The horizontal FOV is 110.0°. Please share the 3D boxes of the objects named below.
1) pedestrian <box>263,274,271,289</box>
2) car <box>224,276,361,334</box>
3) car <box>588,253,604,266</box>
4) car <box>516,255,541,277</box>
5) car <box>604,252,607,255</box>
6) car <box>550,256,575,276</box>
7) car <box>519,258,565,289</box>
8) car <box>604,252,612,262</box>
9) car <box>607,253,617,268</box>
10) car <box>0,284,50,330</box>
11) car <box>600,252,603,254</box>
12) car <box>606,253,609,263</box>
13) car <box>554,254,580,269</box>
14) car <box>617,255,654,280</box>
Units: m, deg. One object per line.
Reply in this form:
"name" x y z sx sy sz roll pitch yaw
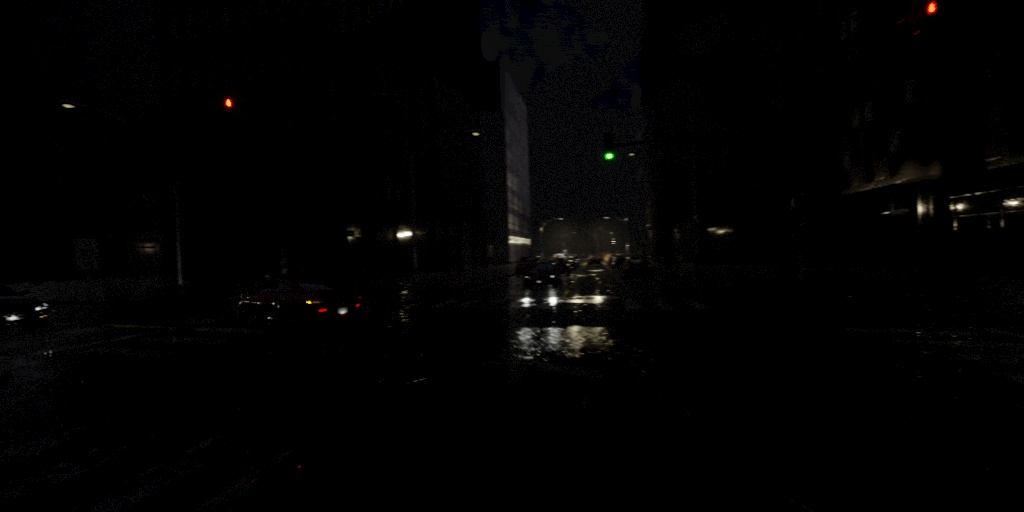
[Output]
"pedestrian" -10.442 1.333 15.347 0.500 1.100 0.500 -2 -1 13
"car" -6.560 1.316 10.731 4.674 1.442 1.812 -1 0 29
"car" 11.861 0.705 51.587 1.895 1.301 4.718 -2 0 13
"car" 1.738 0.861 32.812 2.192 1.841 5.009 0 0 13
"car" 16.076 0.456 57.615 1.751 1.417 4.829 0 0 13
"car" 4.186 1.026 31.609 1.994 1.385 4.181 -2 0 13
"car" 1.975 1.109 21.890 1.812 1.442 4.674 -2 0 13
"car" 14.840 0.540 52.145 1.888 1.381 4.507 0 0 13
"car" 12.444 0.675 41.538 2.007 1.370 4.403 0 0 13
"car" -15.773 1.456 10.158 4.892 1.490 1.837 -1 1 13
"car" 14.123 0.509 61.611 1.812 1.442 4.674 -2 0 13
"car" 13.642 0.605 46.842 1.888 1.381 4.507 0 0 13
"car" 6.461 0.831 41.453 2.128 1.511 4.902 -2 0 13
"car" 8.850 0.759 25.628 1.967 1.591 4.097 0 0 13
